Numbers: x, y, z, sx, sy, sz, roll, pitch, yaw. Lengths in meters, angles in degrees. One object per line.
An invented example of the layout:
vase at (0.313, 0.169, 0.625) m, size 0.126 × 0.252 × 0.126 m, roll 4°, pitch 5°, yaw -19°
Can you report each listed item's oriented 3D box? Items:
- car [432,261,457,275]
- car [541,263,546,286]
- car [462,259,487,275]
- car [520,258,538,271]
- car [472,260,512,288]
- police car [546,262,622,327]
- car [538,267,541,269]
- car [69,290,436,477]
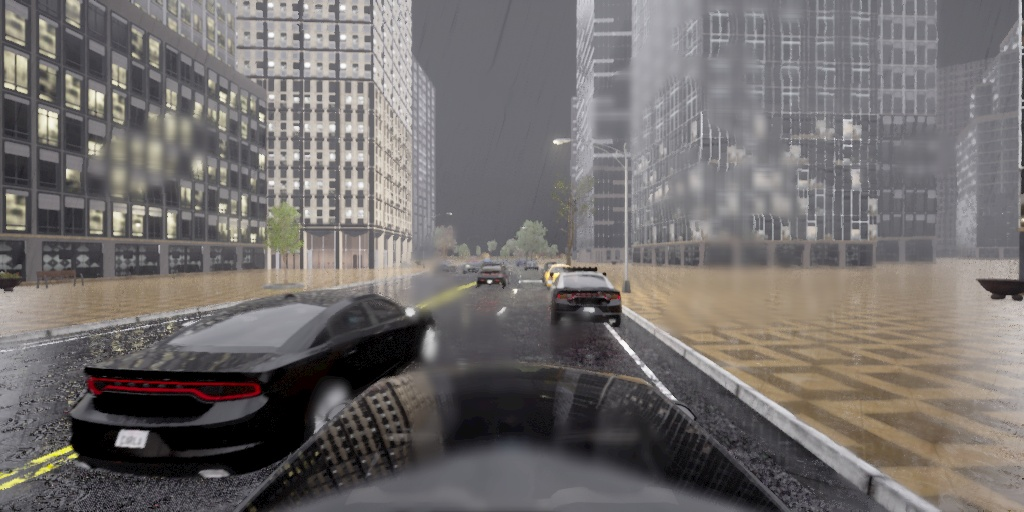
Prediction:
car at (-7.333, 1.274, 39.600) m, size 2.033 × 1.411 × 5.357 m, roll 0°, pitch 0°, yaw 1°
car at (2.921, 1.191, 21.889) m, size 1.801 × 1.575 × 5.366 m, roll 0°, pitch 0°, yaw 3°
car at (-4.115, 1.291, 38.222) m, size 1.994 × 1.385 × 4.181 m, roll 0°, pitch 0°, yaw 1°
car at (2.589, 1.271, 49.191) m, size 2.033 × 1.411 × 5.357 m, roll 0°, pitch 0°, yaw -1°
car at (-1.164, 1.239, 23.511) m, size 1.837 × 1.490 × 4.892 m, roll 0°, pitch 0°, yaw 3°
police car at (2.194, 1.168, 11.675) m, size 1.930 × 1.638 × 5.238 m, roll 0°, pitch 0°, yaw 5°
car at (3.213, 1.237, 27.786) m, size 1.837 × 1.490 × 4.892 m, roll 0°, pitch 0°, yaw 2°
car at (-2.608, 1.225, 5.166) m, size 1.882 × 1.535 × 5.008 m, roll 0°, pitch 0°, yaw 6°
